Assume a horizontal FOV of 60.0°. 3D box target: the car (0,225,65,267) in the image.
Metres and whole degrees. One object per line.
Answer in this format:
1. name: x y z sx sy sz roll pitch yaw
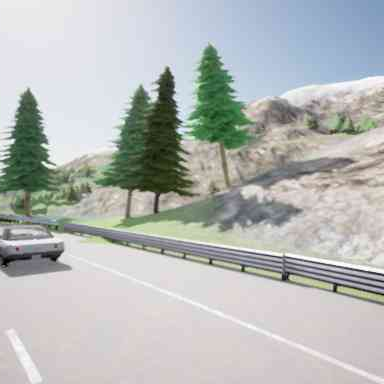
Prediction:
1. car: -6.658 1.945 12.924 1.895 1.301 4.718 2 -2 -40
